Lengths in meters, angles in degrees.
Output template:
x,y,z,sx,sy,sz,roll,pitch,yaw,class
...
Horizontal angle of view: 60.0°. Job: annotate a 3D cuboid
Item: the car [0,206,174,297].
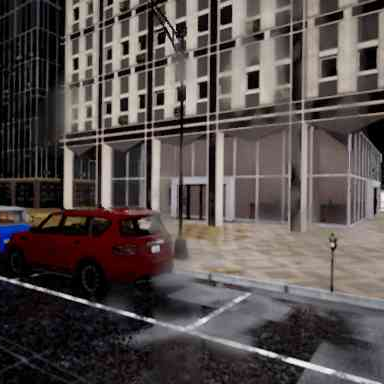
x,y,z,sx,sy,sz,roll,pitch,yaw,class
-2.781,1.337,8.672,5.009,1.841,2.192,0,0,34,car
